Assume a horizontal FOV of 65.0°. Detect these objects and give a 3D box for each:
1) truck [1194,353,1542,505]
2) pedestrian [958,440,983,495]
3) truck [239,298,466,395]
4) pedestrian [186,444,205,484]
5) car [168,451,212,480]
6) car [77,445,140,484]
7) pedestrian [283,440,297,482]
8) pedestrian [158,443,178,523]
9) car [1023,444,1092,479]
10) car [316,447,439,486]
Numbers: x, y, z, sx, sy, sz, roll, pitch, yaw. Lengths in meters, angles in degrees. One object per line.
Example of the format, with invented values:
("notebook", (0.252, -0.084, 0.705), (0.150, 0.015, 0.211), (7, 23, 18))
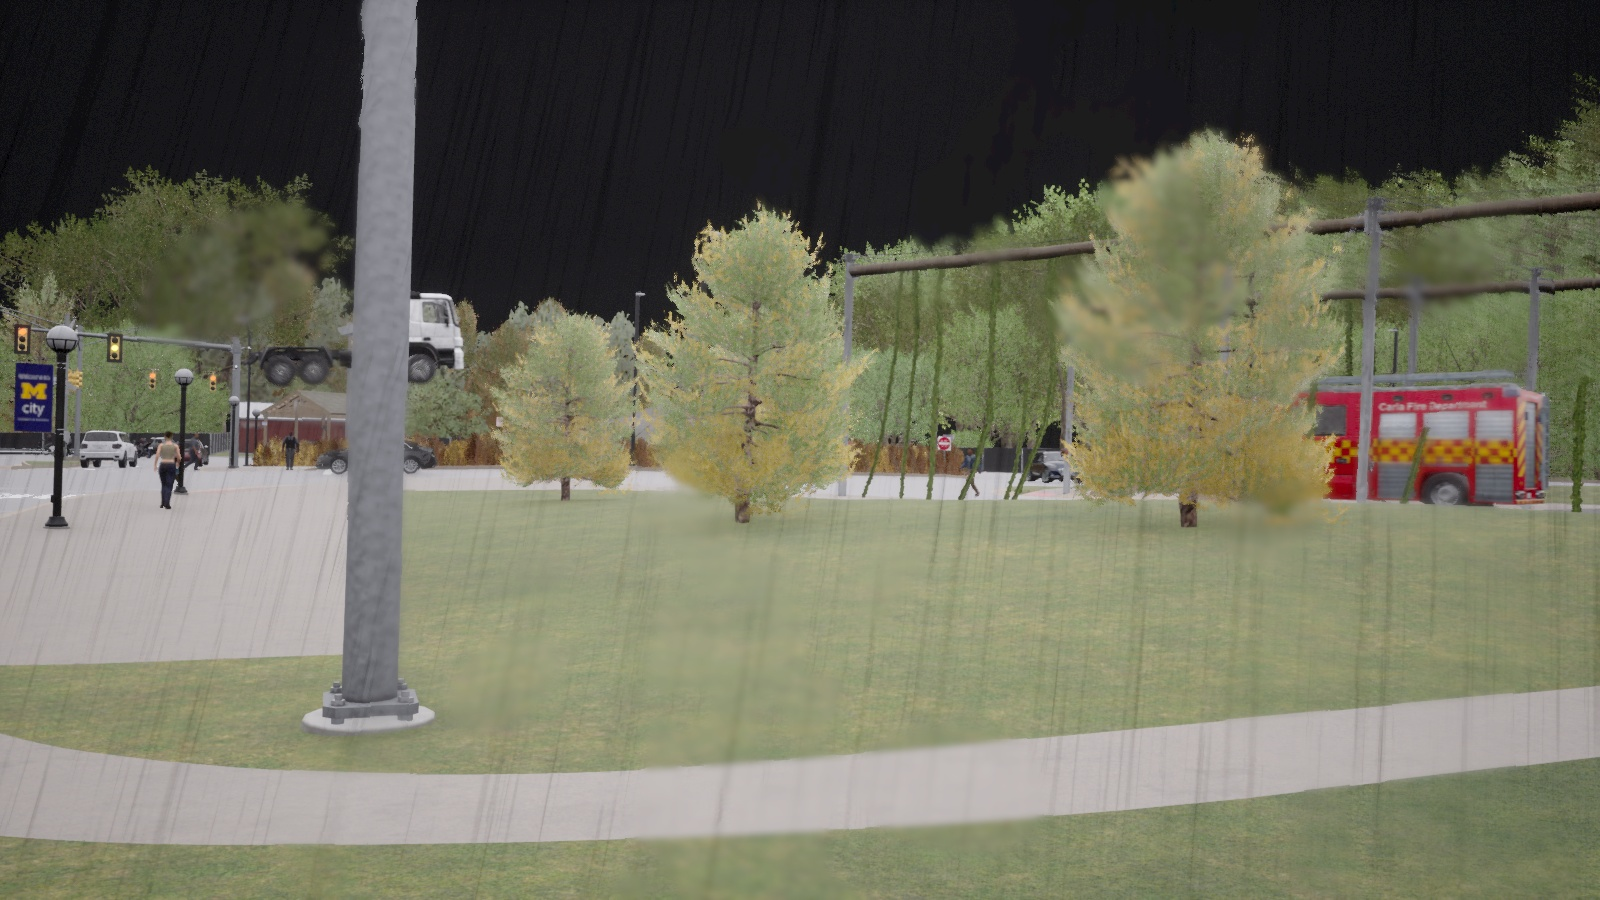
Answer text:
("truck", (15.873, -0.468, 35.655), (8.468, 3.827, 2.891), (-1, -1, 43))
("pedestrian", (6.160, 0.625, 45.437), (0.788, 1.949, 0.423), (0, 1, -34))
("truck", (-17.346, -4.058, 48.919), (7.936, 3.462, 2.891), (-3, 4, -22))
("pedestrian", (-28.066, 0.662, 58.266), (0.694, 1.848, 0.540), (1, 0, -16))
("car", (-36.864, 0.900, 75.986), (1.851, 1.617, 3.988), (-1, 1, -19))
("car", (-38.547, 0.798, 70.136), (2.150, 2.045, 5.566), (-1, 0, -19))
("pedestrian", (-23.598, 0.505, 58.136), (0.563, 1.883, 0.849), (1, 0, -20))
("pedestrian", (-14.807, 0.768, 29.422), (0.345, 1.836, 0.594), (1, 0, -20))
("car", (12.946, 0.558, 63.423), (2.033, 1.649, 4.856), (-1, 0, -6))
("car", (-18.054, 0.697, 53.746), (4.892, 1.490, 1.837), (-1, 1, -20))
